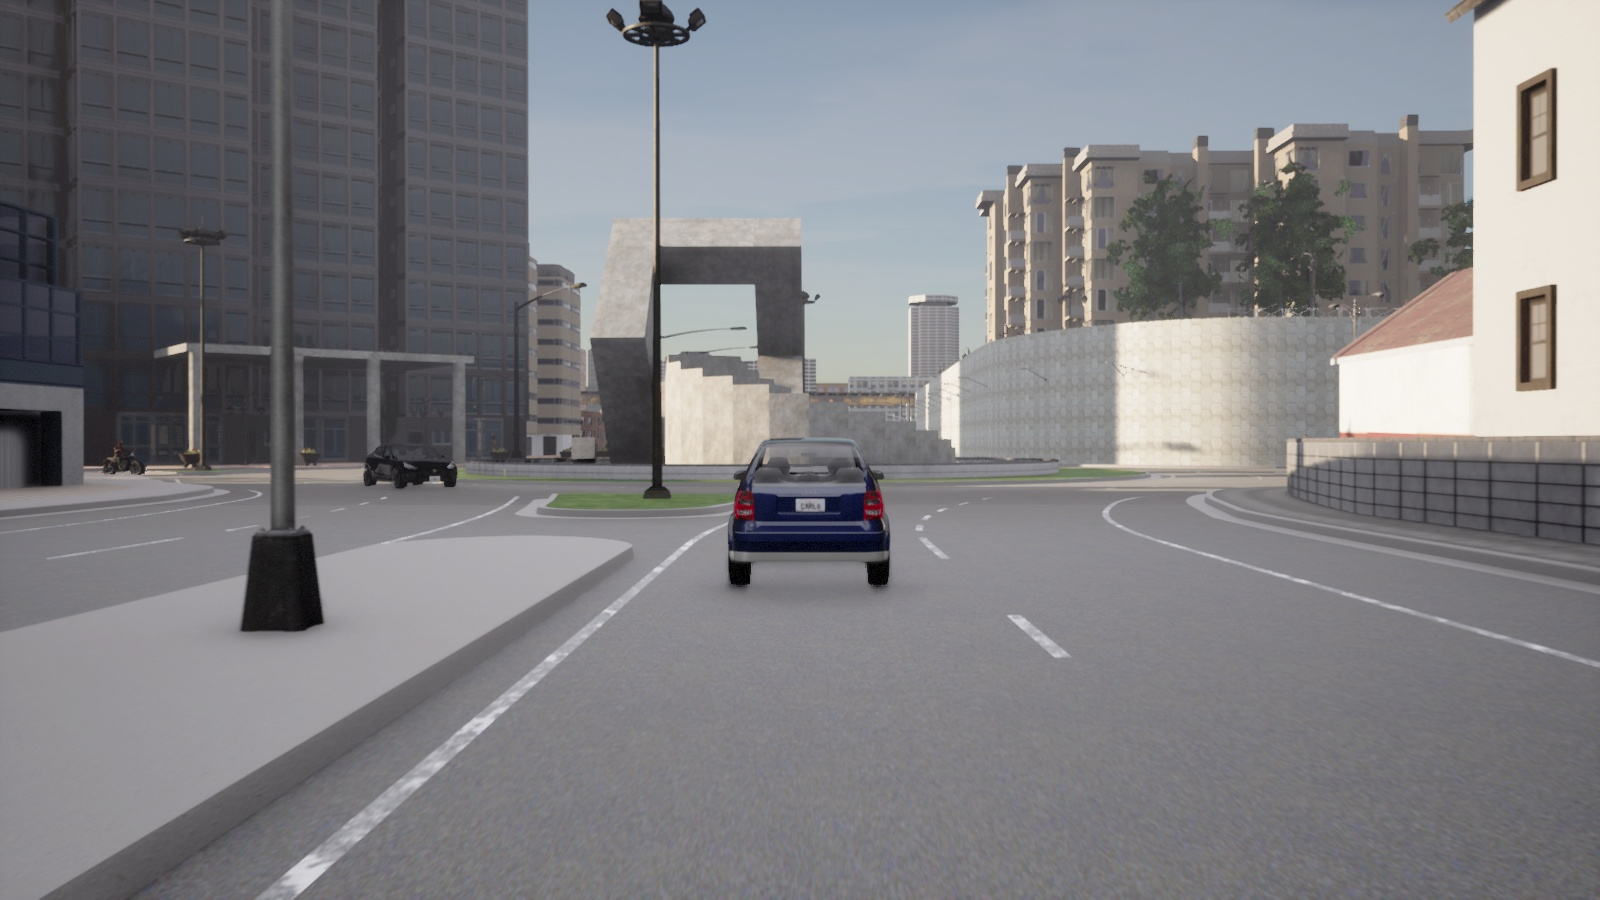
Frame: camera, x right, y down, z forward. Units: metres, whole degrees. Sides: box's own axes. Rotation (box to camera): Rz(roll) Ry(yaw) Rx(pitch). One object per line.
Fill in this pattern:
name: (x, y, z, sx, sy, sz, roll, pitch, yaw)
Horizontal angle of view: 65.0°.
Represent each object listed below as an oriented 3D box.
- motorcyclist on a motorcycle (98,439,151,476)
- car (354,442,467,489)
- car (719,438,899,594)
motorcyclist on a motorcycle: (-30.830, 0.330, 57.306, 2.350, 1.649, 0.766, 0, 1, 19)
car: (-13.274, 0.481, 42.586, 2.163, 1.488, 4.792, 0, 0, -37)
car: (0.099, 0.640, 14.323, 1.789, 1.549, 3.705, 0, 0, 0)
